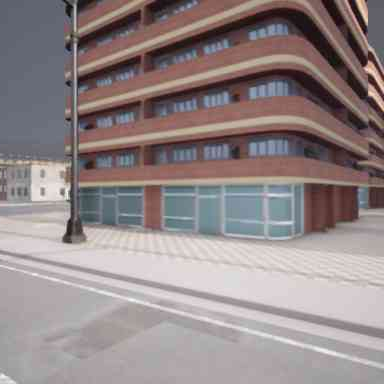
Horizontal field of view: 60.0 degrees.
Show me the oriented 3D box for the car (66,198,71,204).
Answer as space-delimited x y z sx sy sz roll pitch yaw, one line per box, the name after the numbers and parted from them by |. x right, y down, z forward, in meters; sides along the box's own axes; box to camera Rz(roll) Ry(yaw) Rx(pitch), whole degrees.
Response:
-18.787 1.054 56.047 2.097 1.767 4.553 0 1 37 | car
